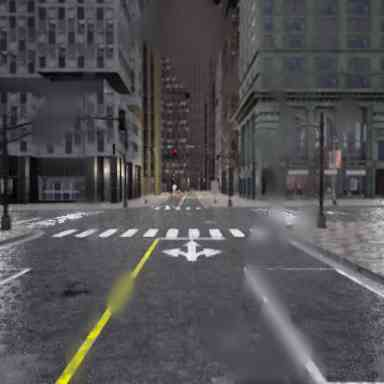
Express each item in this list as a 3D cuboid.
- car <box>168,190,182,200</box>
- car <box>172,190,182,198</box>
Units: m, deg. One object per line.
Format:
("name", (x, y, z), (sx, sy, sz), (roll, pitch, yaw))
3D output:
("car", (-3.229, 0.605, 60.451), (2.097, 1.767, 4.553), (0, 1, 0))
("car", (-3.312, 0.390, 75.839), (2.097, 1.767, 4.553), (0, 1, 0))
